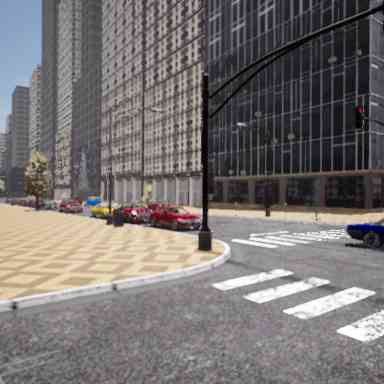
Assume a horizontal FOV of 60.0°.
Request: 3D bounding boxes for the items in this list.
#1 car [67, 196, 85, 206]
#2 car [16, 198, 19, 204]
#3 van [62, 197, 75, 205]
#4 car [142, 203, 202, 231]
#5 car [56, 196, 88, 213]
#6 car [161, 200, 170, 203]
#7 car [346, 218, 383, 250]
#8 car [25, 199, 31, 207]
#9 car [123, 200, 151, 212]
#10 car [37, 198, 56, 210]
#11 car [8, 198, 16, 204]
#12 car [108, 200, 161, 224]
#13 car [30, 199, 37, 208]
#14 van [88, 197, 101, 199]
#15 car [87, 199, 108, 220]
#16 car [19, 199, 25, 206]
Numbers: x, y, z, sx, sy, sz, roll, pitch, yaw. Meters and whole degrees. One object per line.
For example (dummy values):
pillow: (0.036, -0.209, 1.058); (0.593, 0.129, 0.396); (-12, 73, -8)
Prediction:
car: (-23.452, 1.822, 66.927); (2.192, 1.841, 5.009); (0, 0, -35)
car: (-33.576, 2.085, 66.805); (1.802, 1.307, 4.206); (0, 0, -35)
van: (-26.698, 1.902, 71.592); (1.690, 1.788, 3.998); (0, 0, -35)
car: (-1.116, 1.547, 20.153); (1.802, 1.307, 4.206); (0, 0, -35)
car: (-14.101, 1.620, 38.815); (1.967, 1.590, 4.097); (0, 0, -35)
car: (-3.975, 1.624, 38.935); (1.967, 1.590, 4.097); (0, 0, -35)
car: (8.095, 1.455, 11.615); (1.895, 1.301, 4.718); (-1, 1, -35)
car: (-27.084, 1.940, 57.475); (1.887, 1.381, 4.507); (0, 0, -35)
car: (-7.317, 1.765, 43.739); (1.752, 1.417, 4.829); (0, 0, -35)
car: (-20.592, 1.838, 48.144); (2.008, 1.369, 4.403); (0, 0, -35)
car: (-40.068, 2.161, 76.135); (2.008, 1.369, 4.403); (0, 0, -35)
car: (-4.363, 1.459, 24.819); (1.967, 1.590, 4.097); (0, 0, -35)
car: (-23.838, 1.907, 52.809); (1.947, 1.339, 4.313); (0, 0, -35)
van: (-16.960, 1.741, 57.597); (1.690, 1.788, 3.998); (0, 0, -35)
car: (-7.511, 1.596, 29.344); (1.752, 1.417, 4.829); (0, 0, -35)
car: (-30.330, 2.000, 62.139); (2.008, 1.369, 4.403); (0, 0, -35)
